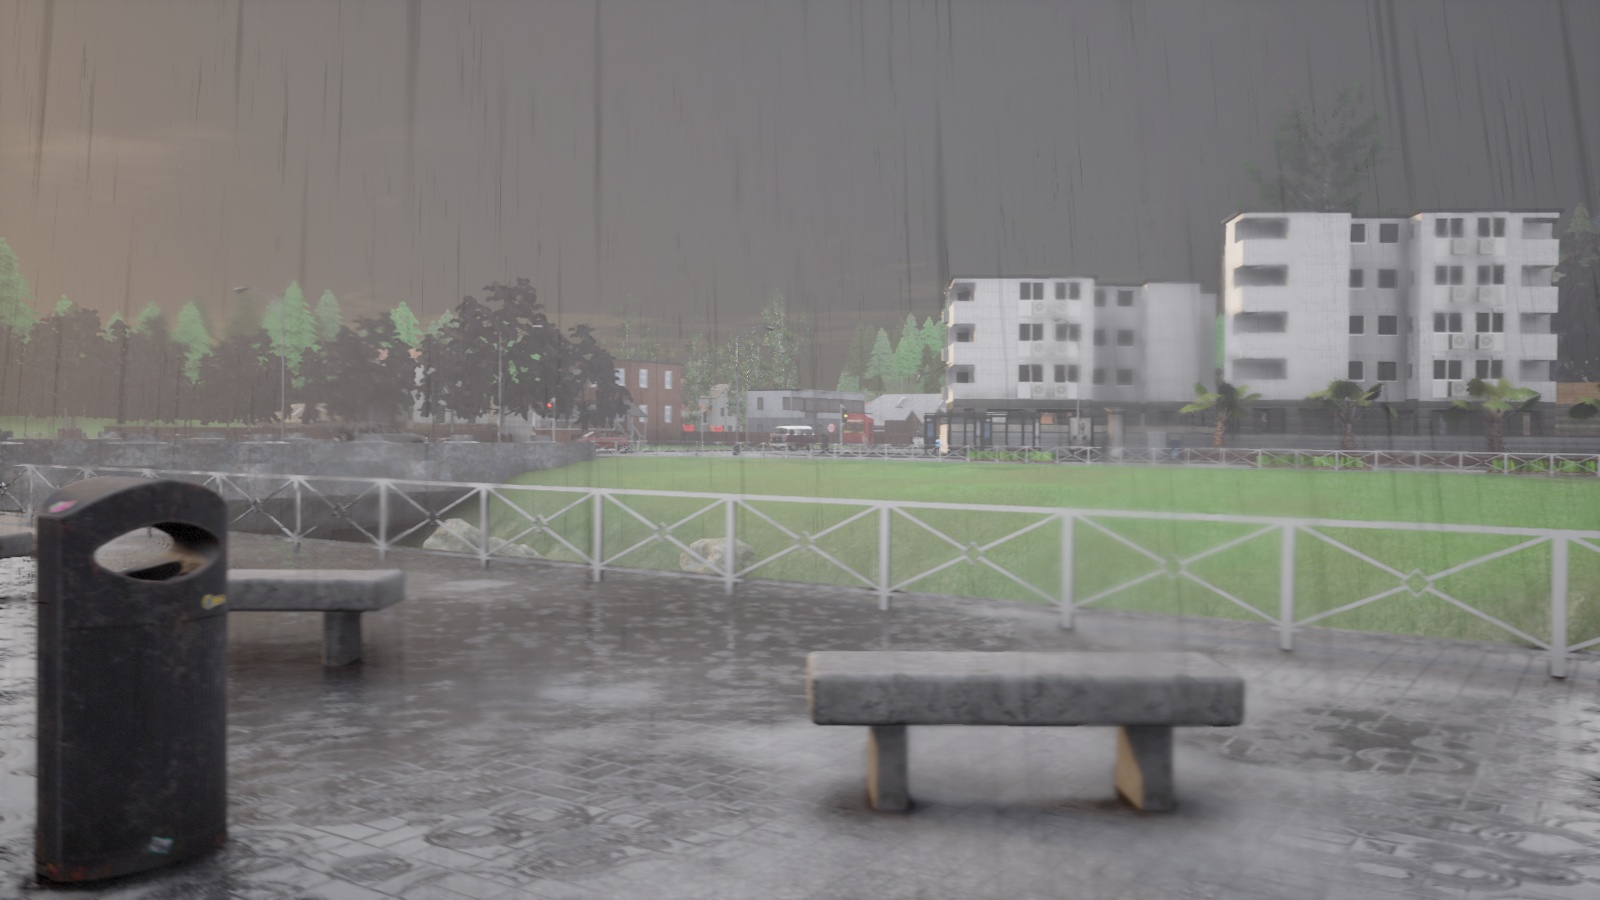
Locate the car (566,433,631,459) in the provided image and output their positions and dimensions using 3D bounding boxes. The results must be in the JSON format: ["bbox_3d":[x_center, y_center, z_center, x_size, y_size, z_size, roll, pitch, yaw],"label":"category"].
[{"bbox_3d":[-12.834,-0.266,80.051,3.705,1.549,1.789,-1,0,-25],"label":"car"}]

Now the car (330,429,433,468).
[{"bbox_3d":[-20.857,-0.119,62.736,1.932,1.855,4.605,0,1,35],"label":"car"}]
